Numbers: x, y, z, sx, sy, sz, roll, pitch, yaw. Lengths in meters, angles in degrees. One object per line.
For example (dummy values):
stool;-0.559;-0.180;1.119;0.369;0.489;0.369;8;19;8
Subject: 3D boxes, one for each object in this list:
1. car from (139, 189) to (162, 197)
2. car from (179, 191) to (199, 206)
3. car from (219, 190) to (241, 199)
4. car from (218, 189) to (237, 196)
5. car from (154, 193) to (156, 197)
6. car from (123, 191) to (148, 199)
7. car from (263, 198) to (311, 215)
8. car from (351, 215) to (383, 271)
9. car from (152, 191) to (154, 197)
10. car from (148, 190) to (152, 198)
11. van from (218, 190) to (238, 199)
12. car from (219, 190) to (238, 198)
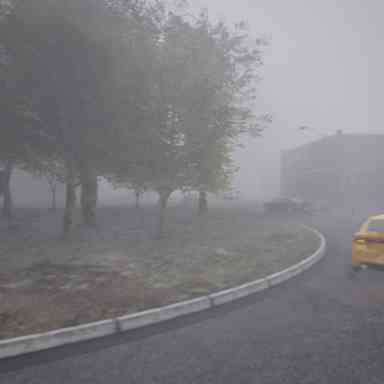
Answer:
car;-10.870;0.147;87.464;5.566;2.045;2.435;0;1;5
car;-0.198;0.964;46.793;2.097;1.767;4.553;0;1;-6
car;7.444;0.866;67.252;4.792;1.488;2.163;0;1;5
car;10.105;0.060;94.915;5.566;2.045;2.435;0;1;5
car;-11.596;0.435;79.224;4.553;1.767;2.185;0;1;5
car;-12.381;0.576;70.987;4.553;1.767;2.185;0;1;5
car;8.730;1.273;30.972;1.882;1.535;5.008;0;1;-28
car;6.115;1.424;9.986;1.882;1.535;5.008;1;1;34
car;-11.887;0.649;76.485;4.674;1.452;2.002;0;1;5
car;-12.156;0.657;73.742;5.008;1.535;2.097;0;1;5
van;8.156;0.480;75.560;4.442;1.987;1.878;0;1;5
car;8.823;0.474;80.958;4.553;1.767;2.185;0;1;5
